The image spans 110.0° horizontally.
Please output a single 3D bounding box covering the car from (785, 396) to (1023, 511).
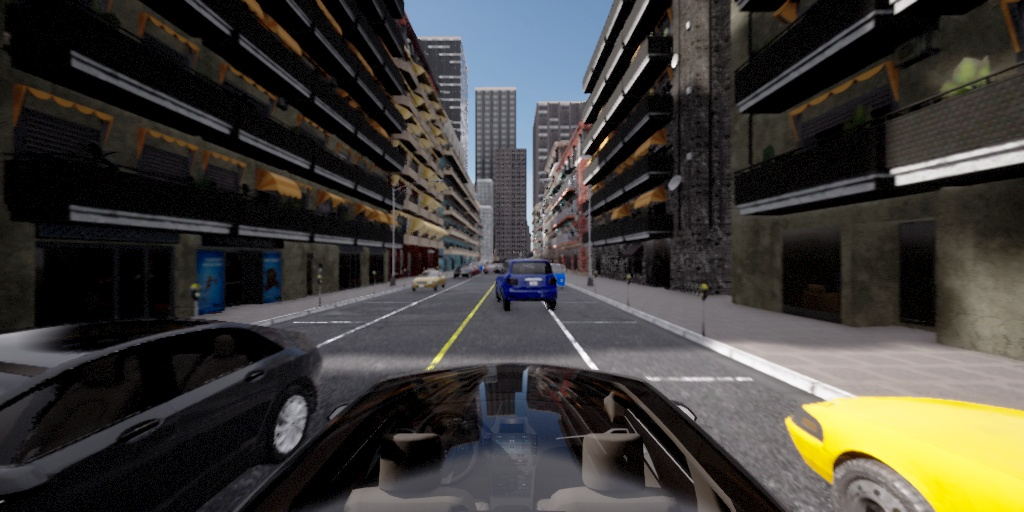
[{"bbox_3d":[3.150,1.193,0.649,1.801,1.575,5.366,0,-1,0],"label":"car"}]

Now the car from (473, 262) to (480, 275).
[{"bbox_3d":[-5.657,1.918,47.224,1.888,1.381,4.507,0,0,0],"label":"car"}]

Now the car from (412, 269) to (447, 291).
[{"bbox_3d":[-5.674,1.593,24.963,1.751,1.417,4.829,0,0,0],"label":"car"}]

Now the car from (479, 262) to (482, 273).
[{"bbox_3d":[-5.653,1.994,52.747,1.888,1.381,4.507,0,0,0],"label":"car"}]

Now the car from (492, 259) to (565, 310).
[{"bbox_3d":[0.501,1.164,16.009,2.150,2.045,5.566,0,-1,-7],"label":"car"}]

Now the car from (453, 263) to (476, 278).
[{"bbox_3d":[-5.661,1.862,41.701,1.948,1.339,4.313,0,0,0],"label":"car"}]

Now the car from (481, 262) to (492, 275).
[{"bbox_3d":[-3.001,1.973,52.634,1.812,1.442,4.674,0,-1,1],"label":"car"}]

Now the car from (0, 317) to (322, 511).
[{"bbox_3d":[-3.099,1.261,2.198,1.837,1.490,4.892,0,-1,0],"label":"car"}]
